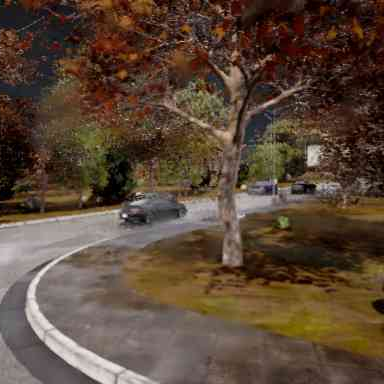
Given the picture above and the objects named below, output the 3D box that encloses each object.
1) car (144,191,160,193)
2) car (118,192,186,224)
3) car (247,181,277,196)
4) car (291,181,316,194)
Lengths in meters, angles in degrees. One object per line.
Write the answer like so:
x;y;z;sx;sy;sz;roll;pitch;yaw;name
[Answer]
-3.102;0.753;24.373;1.837;1.490;4.892;1;4;37;car
-2.269;0.989;19.824;1.812;1.442;4.674;1;4;37;car
8.306;-0.530;39.387;2.097;1.767;4.553;1;4;37;car
13.758;-0.639;40.884;2.128;1.511;4.902;1;4;37;car
